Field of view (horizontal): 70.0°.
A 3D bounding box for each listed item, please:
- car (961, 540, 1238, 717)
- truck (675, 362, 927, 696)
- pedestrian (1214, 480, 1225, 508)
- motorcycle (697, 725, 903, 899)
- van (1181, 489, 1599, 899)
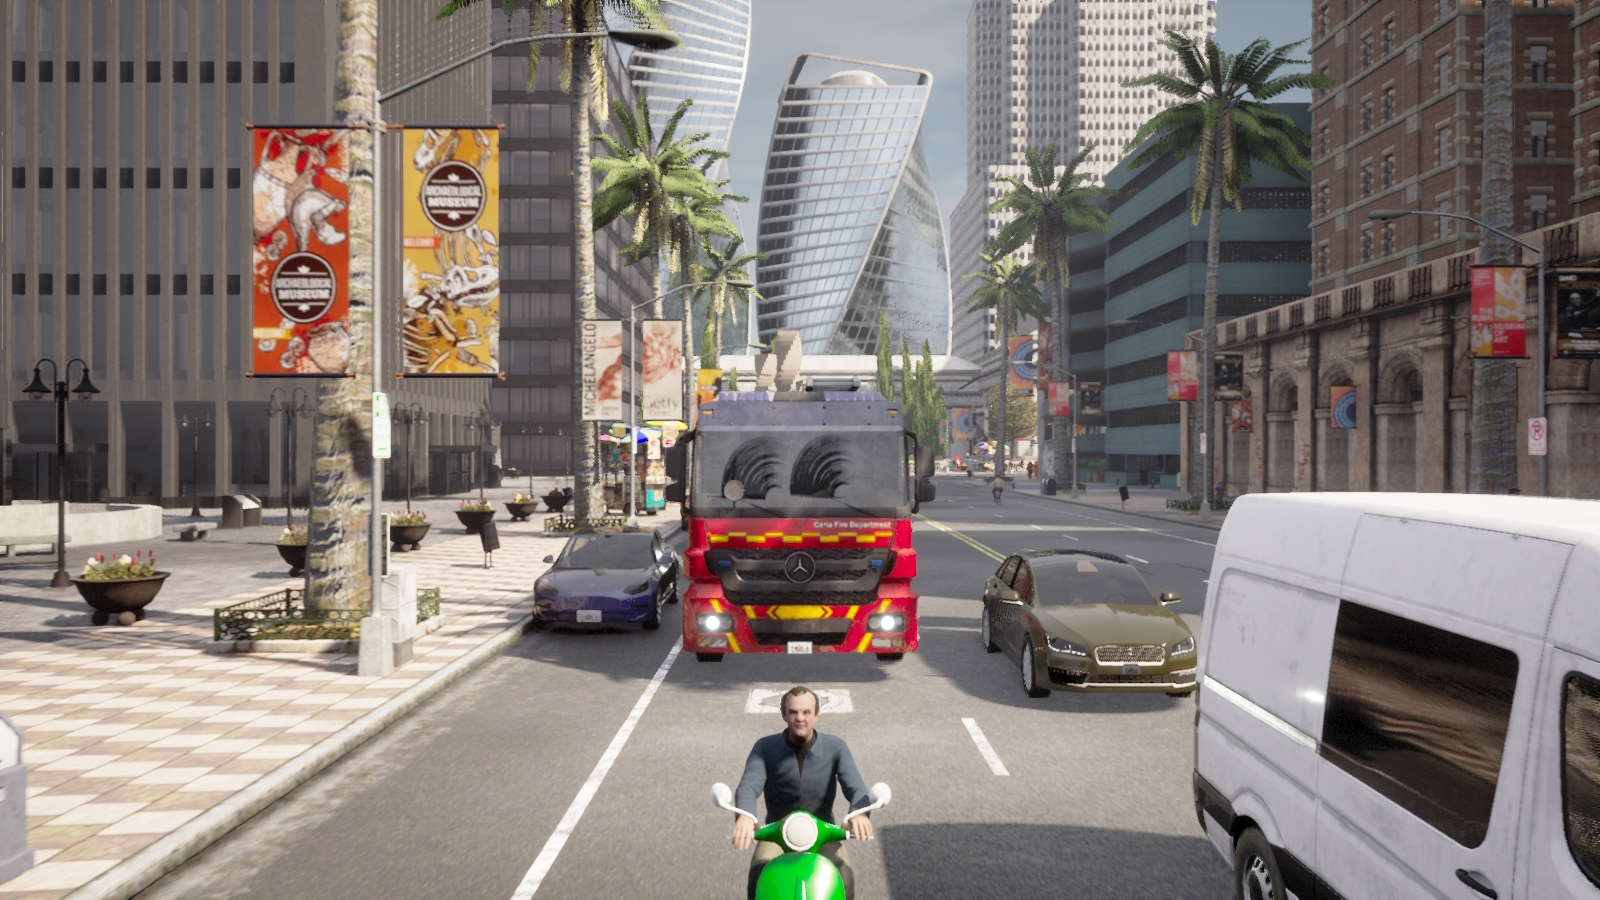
[{"bbox_3d":[3.503,2.077,14.501,2.231,1.480,4.892,0,0,0],"label":"car"},{"bbox_3d":[0.010,0.910,17.349,2.891,3.827,8.468,0,0,0],"label":"truck"},{"bbox_3d":[19.306,2.030,52.558,0.375,1.300,0.375,0,0,5],"label":"pedestrian"},{"bbox_3d":[0.001,2.189,5.651,0.856,1.236,1.805,0,0,0],"label":"motorcycle"},{"bbox_3d":[3.507,1.541,4.586,1.988,2.561,5.915,0,0,0],"label":"van"}]
